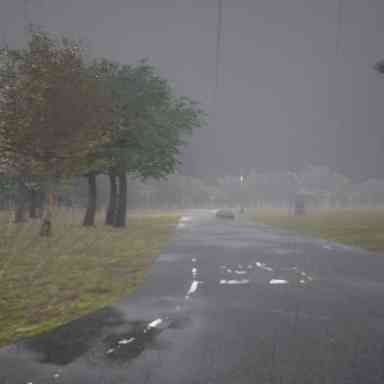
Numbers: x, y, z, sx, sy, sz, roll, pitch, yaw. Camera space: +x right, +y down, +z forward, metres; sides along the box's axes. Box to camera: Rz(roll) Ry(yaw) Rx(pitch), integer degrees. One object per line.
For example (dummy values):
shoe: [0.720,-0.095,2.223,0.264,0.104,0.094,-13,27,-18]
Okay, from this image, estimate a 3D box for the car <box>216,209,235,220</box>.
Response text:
car: [5.259,3.416,50.271,2.033,1.411,5.357,0,-2,-1]

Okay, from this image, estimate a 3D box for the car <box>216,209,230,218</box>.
car: [5.196,3.635,56.529,1.994,1.385,4.181,0,-2,0]
